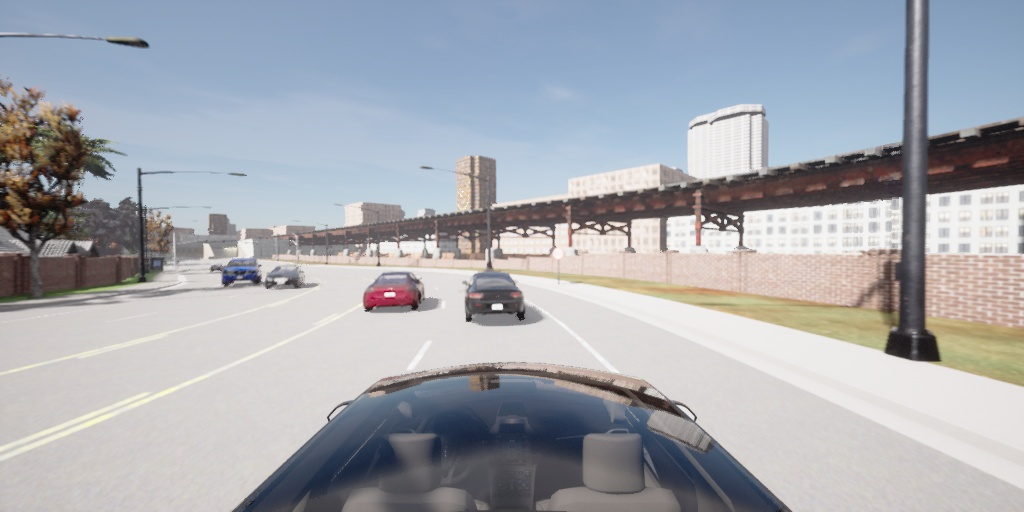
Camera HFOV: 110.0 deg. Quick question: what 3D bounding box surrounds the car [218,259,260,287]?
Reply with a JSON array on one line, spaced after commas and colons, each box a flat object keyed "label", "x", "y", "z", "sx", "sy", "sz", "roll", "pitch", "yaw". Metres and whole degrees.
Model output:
[{"label": "car", "x": -21.048, "y": 1.221, "z": 28.133, "sx": 2.150, "sy": 2.045, "sz": 5.566, "roll": -1, "pitch": 0, "yaw": -32}]

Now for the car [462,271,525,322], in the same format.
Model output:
[{"label": "car", "x": -0.705, "y": 1.245, "z": 12.213, "sx": 1.812, "sy": 1.442, "sz": 4.674, "roll": -1, "pitch": 0, "yaw": -8}]

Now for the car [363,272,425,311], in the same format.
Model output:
[{"label": "car", "x": -4.669, "y": 1.321, "z": 14.604, "sx": 1.994, "sy": 1.385, "sz": 4.181, "roll": -1, "pitch": 0, "yaw": -10}]

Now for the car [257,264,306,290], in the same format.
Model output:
[{"label": "car", "x": -15.078, "y": 1.382, "z": 24.046, "sx": 2.128, "sy": 1.511, "sz": 4.902, "roll": -1, "pitch": 0, "yaw": -25}]
